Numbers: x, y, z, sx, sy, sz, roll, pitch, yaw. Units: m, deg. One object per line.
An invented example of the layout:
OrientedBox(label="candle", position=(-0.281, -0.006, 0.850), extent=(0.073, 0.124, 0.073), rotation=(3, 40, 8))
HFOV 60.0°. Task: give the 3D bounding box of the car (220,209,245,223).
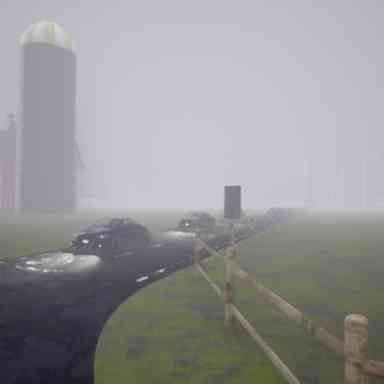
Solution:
OrientedBox(label="car", position=(4.315, 2.387, 35.276), extent=(1.837, 1.490, 4.892), rotation=(1, -1, 22))

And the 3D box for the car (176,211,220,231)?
OrientedBox(label="car", position=(0.369, 2.163, 25.400), extent=(1.994, 1.385, 4.181), rotation=(1, -1, 22))

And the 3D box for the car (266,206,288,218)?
OrientedBox(label="car", position=(11.089, 2.746, 44.382), extent=(2.033, 1.411, 5.357), rotation=(0, -1, 23))

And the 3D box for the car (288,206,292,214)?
OrientedBox(label="car", position=(16.456, 3.137, 57.824), extent=(2.033, 1.411, 5.357), rotation=(1, -1, 22))

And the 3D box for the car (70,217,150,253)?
OrientedBox(label="car", position=(-3.617, 1.879, 15.394), extent=(1.994, 1.385, 4.181), rotation=(1, -1, 22))
